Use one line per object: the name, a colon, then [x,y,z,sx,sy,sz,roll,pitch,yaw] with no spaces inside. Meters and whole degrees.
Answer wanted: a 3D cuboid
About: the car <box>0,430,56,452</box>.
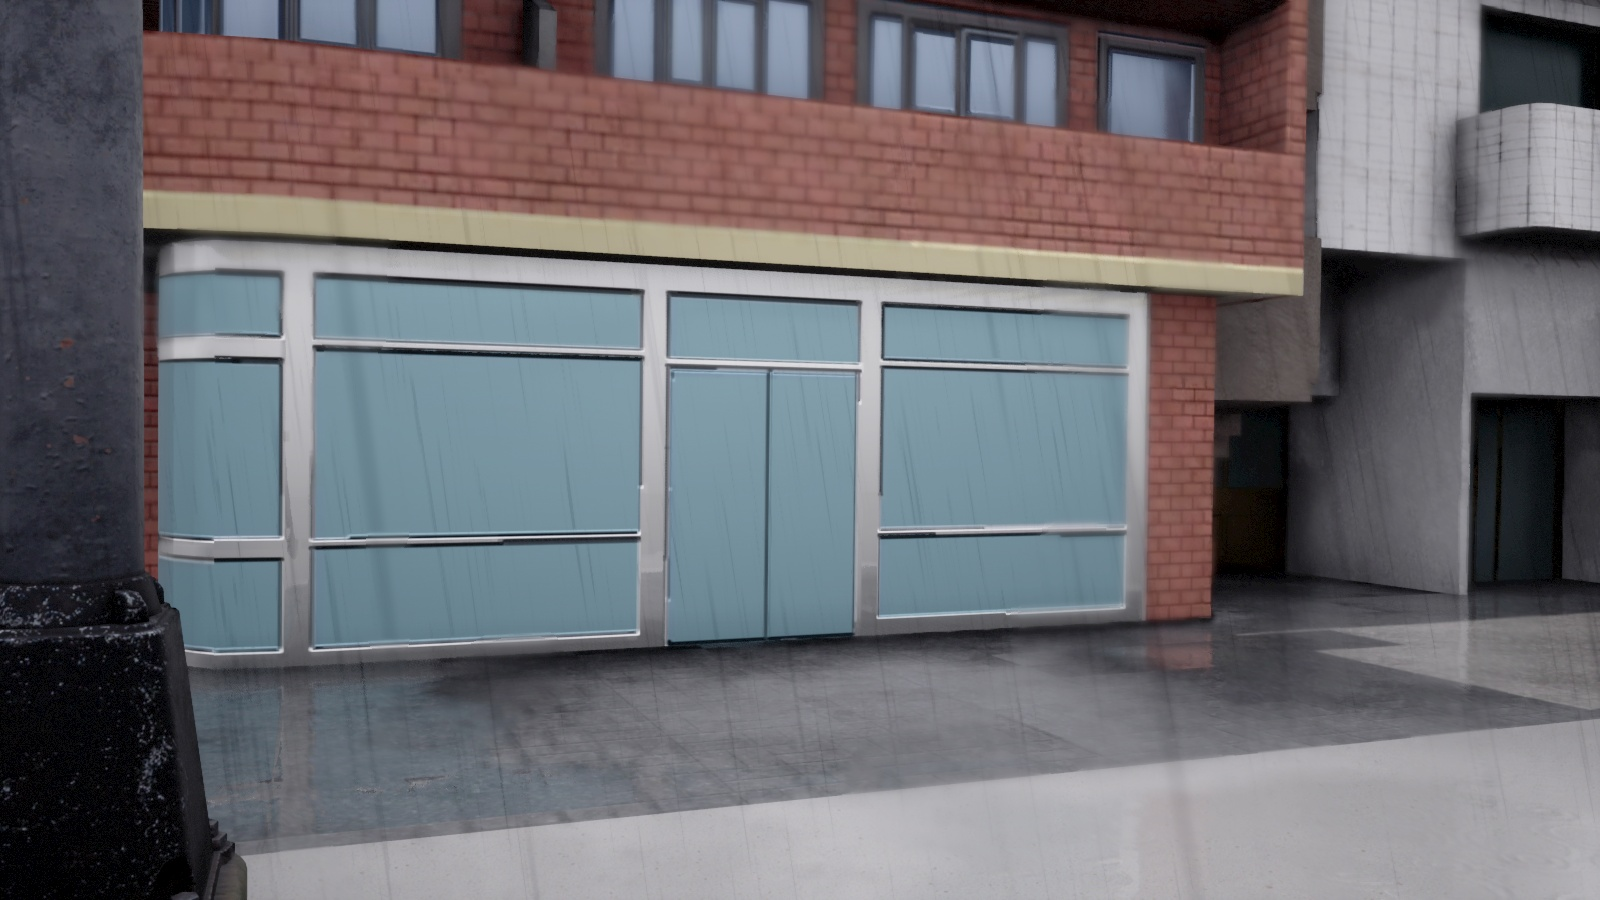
car: [-52.197,-0.616,84.798,1.994,1.385,4.181,-1,2,-9]
